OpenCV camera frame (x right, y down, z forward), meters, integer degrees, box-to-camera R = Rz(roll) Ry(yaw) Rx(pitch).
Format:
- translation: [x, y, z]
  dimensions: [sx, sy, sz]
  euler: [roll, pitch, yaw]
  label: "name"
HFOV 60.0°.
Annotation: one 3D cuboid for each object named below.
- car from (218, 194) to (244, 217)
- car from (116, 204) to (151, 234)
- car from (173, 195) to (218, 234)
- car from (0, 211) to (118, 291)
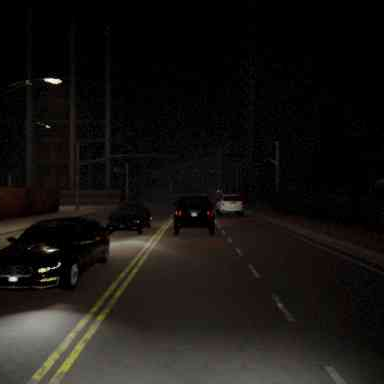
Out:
- translation: [3.523, 1.201, 31.412]
  dimensions: [2.150, 2.045, 5.566]
  euler: [0, 0, 0]
  label: "car"
- translation: [-3.546, 1.464, 19.447]
  dimensions: [1.882, 1.535, 5.008]
  euler: [0, 0, 1]
  label: "car"
- translation: [0.109, 1.208, 19.187]
  dimensions: [2.150, 2.045, 5.566]
  euler: [0, 0, 0]
  label: "car"
- translation: [-3.587, 1.498, 9.109]
  dimensions: [1.837, 1.490, 4.892]
  euler: [0, 0, 0]
  label: "car"
